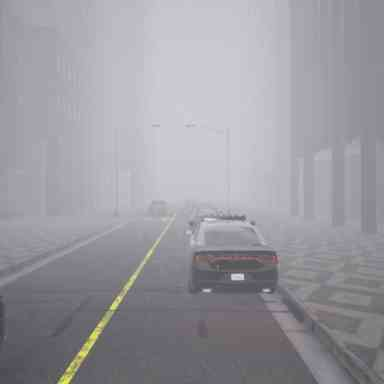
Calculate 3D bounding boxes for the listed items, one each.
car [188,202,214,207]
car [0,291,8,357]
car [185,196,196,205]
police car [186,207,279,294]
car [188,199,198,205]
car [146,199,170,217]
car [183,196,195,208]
[{"bbox_3d":[0.826,1.521,18.855,1.812,1.442,4.674,0,0,0],"label":"car"},{"bbox_3d":[-3.106,1.492,1.982,2.128,1.511,4.902,0,0,0],"label":"car"},{"bbox_3d":[-0.242,1.451,60.445,1.882,1.535,5.008,0,0,0],"label":"car"},{"bbox_3d":[0.865,1.425,8.964,1.930,1.638,5.238,0,0,0],"label":"police car"},{"bbox_3d":[0.801,1.496,24.856,1.837,1.490,4.892,0,0,0],"label":"car"},{"bbox_3d":[-3.125,1.491,31.421,1.837,1.490,4.892,0,0,0],"label":"car"},{"bbox_3d":[-0.160,1.505,46.165,1.812,1.442,4.674,0,0,0],"label":"car"}]
